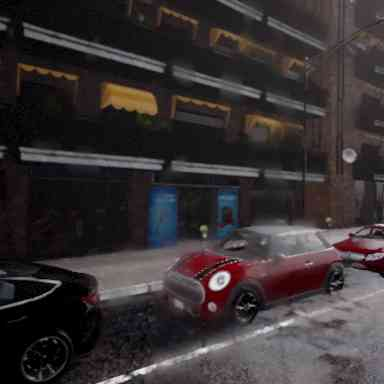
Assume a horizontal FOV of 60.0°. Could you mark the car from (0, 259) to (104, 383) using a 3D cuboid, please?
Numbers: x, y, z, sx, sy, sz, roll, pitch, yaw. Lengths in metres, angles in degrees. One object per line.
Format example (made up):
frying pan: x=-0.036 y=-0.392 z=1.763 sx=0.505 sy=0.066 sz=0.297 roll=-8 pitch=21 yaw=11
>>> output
car: x=-3.195 y=1.561 z=3.807 sx=4.313 sy=1.339 sz=1.947 roll=1 pitch=0 yaw=-36

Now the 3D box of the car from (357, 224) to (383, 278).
car: x=5.996 y=1.688 z=10.368 sx=4.206 sy=1.307 sz=1.802 roll=1 pitch=0 yaw=-36

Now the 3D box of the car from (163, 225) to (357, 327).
car: x=1.402 y=1.491 z=7.087 sx=4.097 sy=1.590 sz=1.967 roll=1 pitch=0 yaw=-36
